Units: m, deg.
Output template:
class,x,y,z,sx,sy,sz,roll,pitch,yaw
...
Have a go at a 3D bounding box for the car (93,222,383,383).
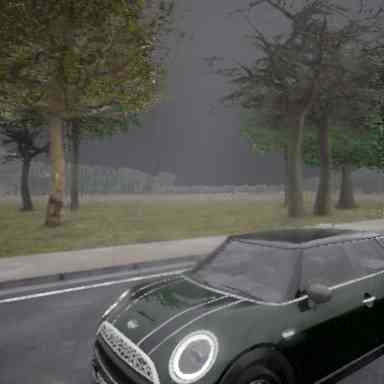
class,x,y,z,sx,sy,sz,roll,pitch,yaw
car,1.086,1.342,4.447,4.553,1.767,2.097,0,0,-35
